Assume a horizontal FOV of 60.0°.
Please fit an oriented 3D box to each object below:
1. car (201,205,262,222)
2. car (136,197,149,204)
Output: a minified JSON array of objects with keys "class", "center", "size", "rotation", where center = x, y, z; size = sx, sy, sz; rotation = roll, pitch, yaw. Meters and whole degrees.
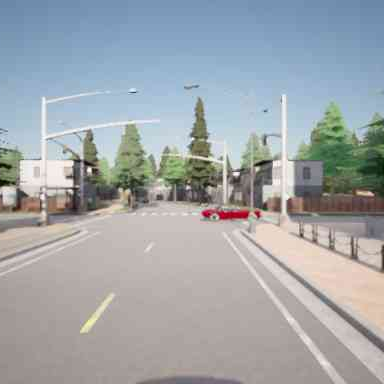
[{"class":"car","center":[3.094,1.650,26.245],"size":[4.718,1.301,1.895],"rotation":[0,0,2]},{"class":"car","center":[-9.593,1.661,64.135],"size":[1.994,1.385,4.181],"rotation":[0,0,-21]}]
